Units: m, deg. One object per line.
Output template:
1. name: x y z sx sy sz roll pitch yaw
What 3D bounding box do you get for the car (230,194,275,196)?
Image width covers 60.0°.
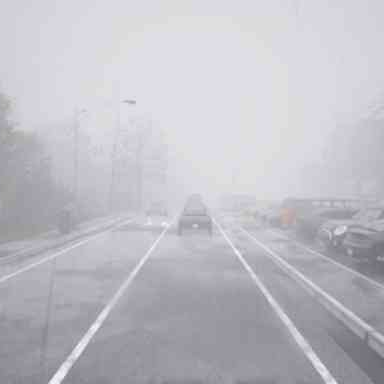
1. car: 7.206 1.375 40.132 4.553 1.767 2.185 0 0 0

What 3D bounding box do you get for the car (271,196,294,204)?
1. car: 20.580 1.760 75.895 4.553 1.767 2.185 0 -1 0

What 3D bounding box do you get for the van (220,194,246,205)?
1. van: 7.280 1.377 59.549 4.442 1.987 1.878 0 -1 0

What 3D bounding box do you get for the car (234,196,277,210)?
1. car: 7.186 1.494 34.579 4.892 1.521 2.231 0 0 0

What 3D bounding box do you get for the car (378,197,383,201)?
1. car: 20.242 1.484 31.594 5.008 1.535 2.097 0 0 0

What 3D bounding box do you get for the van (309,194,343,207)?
1. van: 20.523 1.286 50.983 4.442 1.987 1.878 0 0 0

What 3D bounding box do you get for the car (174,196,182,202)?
1. car: -2.815 1.709 73.245 2.097 1.767 4.553 0 -1 0

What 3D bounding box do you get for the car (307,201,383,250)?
1. car: 7.041 1.338 12.373 4.553 1.767 2.185 0 0 0

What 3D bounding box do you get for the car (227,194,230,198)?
1. car: 7.229 1.379 42.908 4.553 1.767 2.185 0 0 0

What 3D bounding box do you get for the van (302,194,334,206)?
1. van: 20.314 1.290 53.888 4.442 1.987 1.878 0 -1 0

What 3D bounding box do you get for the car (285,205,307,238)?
1. car: 7.062 1.495 15.146 4.792 1.488 2.163 0 0 0

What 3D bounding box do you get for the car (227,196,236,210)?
1. car: 7.029 1.494 37.357 5.366 1.575 1.946 0 0 0

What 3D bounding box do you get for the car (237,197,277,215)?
1. car: 6.961 1.482 29.029 5.366 1.575 1.946 0 0 0

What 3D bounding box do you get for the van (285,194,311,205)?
1. van: 20.638 1.466 64.816 4.442 1.987 1.878 0 -1 0

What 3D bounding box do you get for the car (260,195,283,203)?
1. car: 20.731 1.836 86.971 5.566 2.045 2.435 0 -1 0

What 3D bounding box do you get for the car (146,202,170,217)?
1. car: -3.206 1.589 31.467 1.895 1.301 4.718 0 0 0

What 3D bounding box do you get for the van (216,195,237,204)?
1. van: 7.628 1.620 73.425 4.442 1.987 1.878 0 -1 0

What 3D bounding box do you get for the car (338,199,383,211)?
1. car: 20.314 1.536 39.903 4.674 1.452 2.002 0 0 0

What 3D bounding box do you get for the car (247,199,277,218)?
1. car: 7.094 1.511 26.251 4.792 1.488 2.163 0 0 0

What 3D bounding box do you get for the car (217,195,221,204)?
1. car: 7.380 1.269 54.012 5.566 2.045 2.435 0 0 0

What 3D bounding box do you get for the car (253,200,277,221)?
1. car: 7.071 1.507 23.475 4.792 1.488 2.163 0 0 0

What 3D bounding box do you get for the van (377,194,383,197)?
1. van: 20.411 1.266 37.258 4.442 1.987 1.878 0 0 0

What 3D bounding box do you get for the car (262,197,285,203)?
1. car: 20.495 2.030 84.200 5.366 1.575 1.946 0 -1 0

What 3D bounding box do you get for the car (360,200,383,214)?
1. car: 20.274 1.528 34.488 4.674 1.452 2.002 0 0 0

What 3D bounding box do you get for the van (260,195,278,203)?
1. van: 20.844 1.929 89.861 4.442 1.987 1.878 0 -1 0

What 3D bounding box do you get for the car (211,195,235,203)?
1. car: 7.551 1.740 81.754 5.566 2.045 2.435 0 -1 0

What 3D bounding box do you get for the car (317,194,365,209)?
1. car: 20.334 1.252 45.569 5.566 2.045 2.435 0 0 0

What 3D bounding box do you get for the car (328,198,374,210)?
1. car: 20.333 1.499 42.674 5.008 1.535 2.097 0 0 0

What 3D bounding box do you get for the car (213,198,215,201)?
1. car: 7.494 1.797 70.646 5.008 1.535 2.097 0 -1 0

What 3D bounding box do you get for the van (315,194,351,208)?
1. van: 20.502 1.282 48.339 4.442 1.987 1.878 0 0 0

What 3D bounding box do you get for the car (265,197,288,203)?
1. car: 20.651 1.984 81.432 4.892 1.521 2.231 0 -1 0

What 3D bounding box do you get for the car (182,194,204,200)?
1. car: 0.299 1.229 40.179 2.150 2.045 5.566 0 0 0

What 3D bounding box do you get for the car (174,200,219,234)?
1. car: 0.174 1.476 19.176 2.128 1.511 4.902 0 0 0

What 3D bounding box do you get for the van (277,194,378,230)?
1. van: 7.172 1.243 17.922 4.442 1.987 1.878 0 0 0

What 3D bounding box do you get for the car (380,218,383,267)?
1. car: 7.149 1.471 6.825 5.366 1.575 1.946 0 0 0

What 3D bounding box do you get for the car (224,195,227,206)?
1. car: 7.278 1.509 45.684 5.008 1.535 2.097 0 0 0

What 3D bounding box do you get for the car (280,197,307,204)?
1. car: 20.537 1.741 67.582 4.892 1.521 2.231 0 -1 0

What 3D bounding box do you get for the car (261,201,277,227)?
1. car: 7.049 1.503 20.699 4.792 1.488 2.163 0 0 0

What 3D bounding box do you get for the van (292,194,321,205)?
1. van: 20.358 1.369 59.279 4.442 1.987 1.878 0 -1 0

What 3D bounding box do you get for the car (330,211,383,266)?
1. car: 6.980 1.467 9.594 4.892 1.521 2.231 0 0 0

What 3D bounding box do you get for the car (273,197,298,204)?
1. car: 20.585 1.839 73.247 5.008 1.535 2.097 0 -1 0

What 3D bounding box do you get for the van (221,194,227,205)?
1. van: 7.212 1.291 51.237 4.442 1.987 1.878 0 0 0

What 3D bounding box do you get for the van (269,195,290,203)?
1. van: 20.751 1.708 78.665 4.442 1.987 1.878 0 -1 0
